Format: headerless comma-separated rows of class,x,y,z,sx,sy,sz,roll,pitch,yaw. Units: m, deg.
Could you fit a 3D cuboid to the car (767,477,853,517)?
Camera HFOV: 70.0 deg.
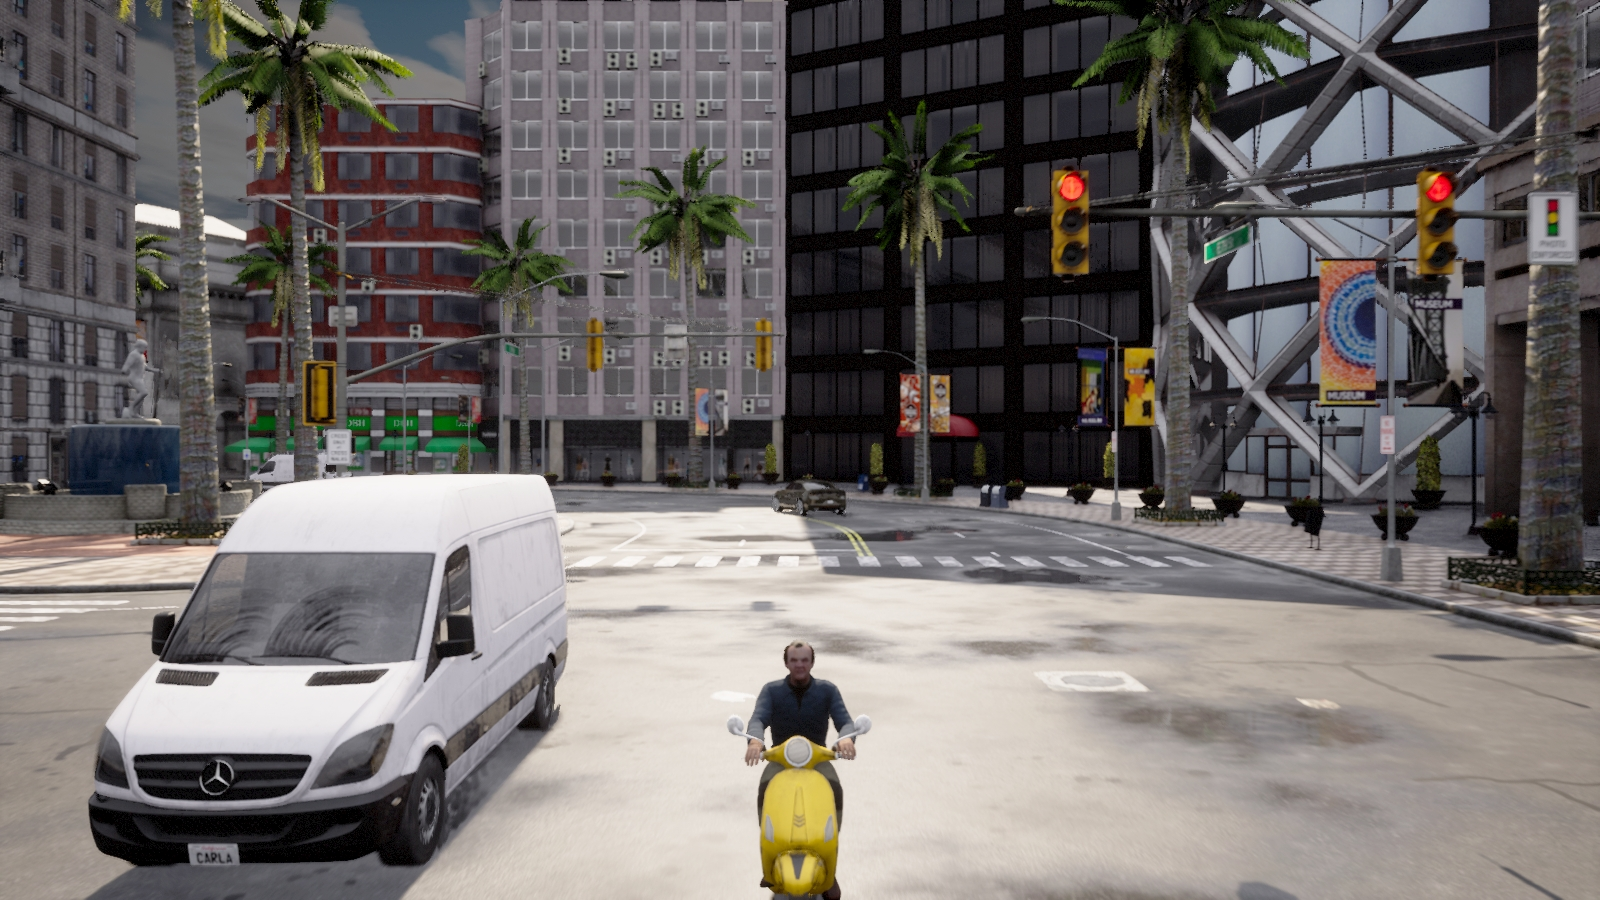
car,0.369,2.034,50.219,2.097,1.535,5.006,0,0,-21

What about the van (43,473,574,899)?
van,-3.503,1.534,9.741,1.988,2.561,5.915,0,0,0
